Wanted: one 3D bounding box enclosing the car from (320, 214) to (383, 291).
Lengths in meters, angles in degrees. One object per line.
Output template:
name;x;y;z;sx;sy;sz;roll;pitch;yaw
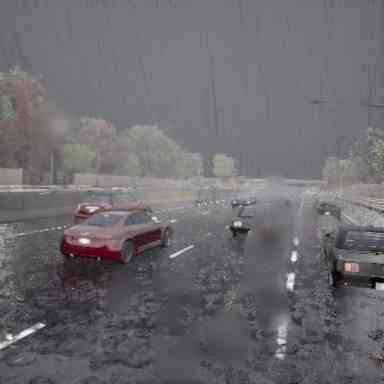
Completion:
car;4.427;1.510;8.476;1.895;1.301;4.718;2;1;19

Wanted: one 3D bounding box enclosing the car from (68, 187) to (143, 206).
car;-3.728;0.812;16.744;2.097;1.767;4.553;2;2;19

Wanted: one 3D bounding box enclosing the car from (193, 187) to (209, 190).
car;2.505;-0.396;78.703;1.882;1.535;5.008;2;1;19

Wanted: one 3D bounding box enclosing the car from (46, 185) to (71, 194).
car;-14.465;0.112;40.078;2.033;1.411;5.357;2;1;19

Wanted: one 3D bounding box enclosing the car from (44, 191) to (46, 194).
car;-17.013;-0.090;43.417;1.837;1.490;4.892;2;1;19

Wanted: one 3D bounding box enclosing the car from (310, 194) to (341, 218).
car;10.077;1.181;25.049;1.837;1.490;4.892;2;1;19

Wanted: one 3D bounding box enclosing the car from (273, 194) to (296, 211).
car;8.909;0.973;32.148;1.837;1.490;4.892;2;1;19

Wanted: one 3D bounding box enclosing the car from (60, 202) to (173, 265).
car;-2.146;1.223;10.558;1.994;1.385;4.181;2;1;19

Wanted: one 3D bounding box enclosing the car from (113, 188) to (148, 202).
car;-7.221;0.300;39.633;1.837;1.490;4.892;2;1;19

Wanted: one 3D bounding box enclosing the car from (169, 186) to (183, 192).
car;-3.857;-0.750;81.712;1.994;1.385;4.181;2;1;19

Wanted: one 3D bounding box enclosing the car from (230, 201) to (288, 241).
car;3.121;1.307;15.182;1.895;1.301;4.718;2;1;19

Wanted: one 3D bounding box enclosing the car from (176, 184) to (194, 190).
car;-1.078;-0.757;79.008;2.150;2.045;5.566;2;1;19

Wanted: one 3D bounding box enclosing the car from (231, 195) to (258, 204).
car;5.164;0.958;32.008;1.895;1.301;4.718;2;1;19

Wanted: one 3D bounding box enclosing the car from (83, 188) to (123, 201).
car;-10.654;0.219;40.413;2.033;1.411;5.357;2;1;19
